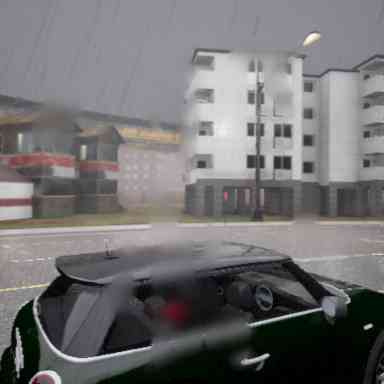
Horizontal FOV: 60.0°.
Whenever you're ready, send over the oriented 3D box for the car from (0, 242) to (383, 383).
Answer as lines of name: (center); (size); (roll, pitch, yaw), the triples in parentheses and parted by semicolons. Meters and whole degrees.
car: (0.448, 1.367, 3.716); (4.553, 1.767, 2.097); (1, 0, -31)
